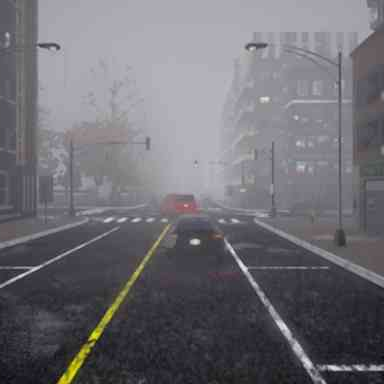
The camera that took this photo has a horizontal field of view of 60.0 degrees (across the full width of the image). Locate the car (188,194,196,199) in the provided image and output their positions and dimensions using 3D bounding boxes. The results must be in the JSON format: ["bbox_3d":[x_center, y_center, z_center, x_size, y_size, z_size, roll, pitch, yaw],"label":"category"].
[{"bbox_3d":[-0.004,1.182,89.852,2.128,1.511,4.902,0,0,0],"label":"car"}]

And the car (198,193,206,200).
[{"bbox_3d":[2.688,1.094,90.129,2.192,1.841,5.009,0,0,0],"label":"car"}]

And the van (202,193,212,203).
[{"bbox_3d":[2.690,1.166,61.978,1.690,1.788,3.998,0,0,0],"label":"van"}]

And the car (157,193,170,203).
[{"bbox_3d":[-5.691,1.129,67.608,2.192,1.841,5.009,0,0,0],"label":"car"}]

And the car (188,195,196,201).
[{"bbox_3d":[-0.004,1.344,79.816,1.994,1.385,4.181,0,0,0],"label":"car"}]

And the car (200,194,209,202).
[{"bbox_3d":[2.689,1.244,73.239,1.967,1.590,4.097,0,0,0],"label":"car"}]

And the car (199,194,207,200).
[{"bbox_3d":[2.688,1.331,84.499,1.887,1.381,4.507,0,0,0],"label":"car"}]

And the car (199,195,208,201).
[{"bbox_3d":[2.688,1.346,78.869,2.008,1.369,4.403,0,0,0],"label":"car"}]

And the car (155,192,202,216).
[{"bbox_3d":[-1.302,1.124,28.436,2.150,2.045,5.566,1,0,-18],"label":"car"}]

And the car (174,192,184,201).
[{"bbox_3d":[-3.004,1.020,78.185,2.150,2.045,5.566,0,0,0],"label":"car"}]

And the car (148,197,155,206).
[{"bbox_3d":[-5.690,1.415,50.717,1.947,1.339,4.313,0,0,0],"label":"car"}]

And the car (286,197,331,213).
[{"bbox_3d":[13.464,1.477,38.397,5.009,1.841,2.192,1,-1,-1],"label":"car"}]

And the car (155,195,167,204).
[{"bbox_3d":[-5.691,1.350,61.809,1.752,1.417,4.829,0,0,0],"label":"car"}]

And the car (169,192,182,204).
[{"bbox_3d":[-3.031,1.045,62.334,2.150,2.045,5.566,0,0,1],"label":"car"}]

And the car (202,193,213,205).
[{"bbox_3d":[2.690,1.381,56.348,1.887,1.381,4.507,0,0,0],"label":"car"}]

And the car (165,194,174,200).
[{"bbox_3d":[-5.692,1.227,84.499,1.967,1.590,4.097,0,0,0],"label":"car"}]

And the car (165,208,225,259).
[{"bbox_3d":[0.100,1.520,12.396,1.994,1.385,4.181,0,0,0],"label":"car"}]
